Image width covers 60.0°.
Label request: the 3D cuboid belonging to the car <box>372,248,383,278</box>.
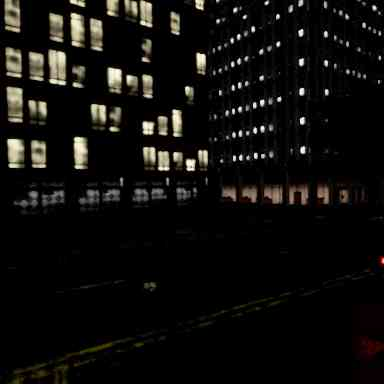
[{"bbox_3d":[6.411,1.512,8.037,4.718,1.301,1.895,-1,0,-35],"label":"car"}]
